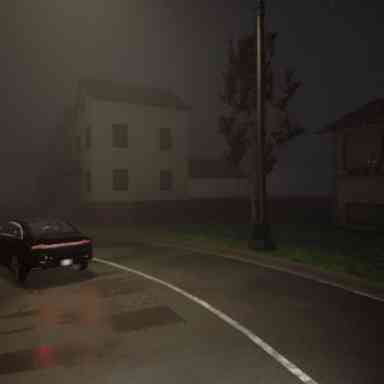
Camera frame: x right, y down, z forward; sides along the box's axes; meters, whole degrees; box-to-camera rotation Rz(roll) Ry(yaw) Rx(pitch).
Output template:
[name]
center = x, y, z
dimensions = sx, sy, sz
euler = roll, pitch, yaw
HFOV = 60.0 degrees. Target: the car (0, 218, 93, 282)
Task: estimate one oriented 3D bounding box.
[car]
center = -4.729, 1.531, 9.995
dimensions = 2.128, 1.511, 4.902
euler = 0, 0, -43
